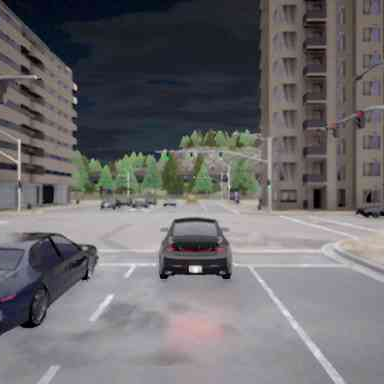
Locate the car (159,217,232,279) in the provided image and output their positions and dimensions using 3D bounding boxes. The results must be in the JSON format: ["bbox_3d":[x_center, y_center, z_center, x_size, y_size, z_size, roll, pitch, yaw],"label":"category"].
[{"bbox_3d":[0.085,1.509,10.007,1.837,1.490,4.892,0,0,0],"label":"car"}]

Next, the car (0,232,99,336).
[{"bbox_3d":[-3.461,1.550,6.868,2.033,1.411,5.357,0,0,-1],"label":"car"}]

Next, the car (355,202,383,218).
[{"bbox_3d":[17.339,1.560,29.162,5.357,1.411,2.033,0,0,1],"label":"car"}]

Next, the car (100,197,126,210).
[{"bbox_3d":[-10.606,1.509,43.640,2.128,1.511,4.902,0,0,0],"label":"car"}]

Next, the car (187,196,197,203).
[{"bbox_3d":[-0.012,1.506,68.462,1.882,1.535,5.008,0,0,0],"label":"car"}]

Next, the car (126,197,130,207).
[{"bbox_3d":[-10.585,1.527,52.914,1.837,1.490,4.892,0,0,0],"label":"car"}]

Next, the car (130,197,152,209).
[{"bbox_3d":[-7.103,1.545,46.600,1.812,1.442,4.674,0,0,-1],"label":"car"}]

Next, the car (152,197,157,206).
[{"bbox_3d":[-7.079,1.587,56.513,1.994,1.385,4.181,0,0,0],"label":"car"}]

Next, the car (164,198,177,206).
[{"bbox_3d":[-3.418,1.623,53.117,1.895,1.301,4.718,0,0,0],"label":"car"}]
